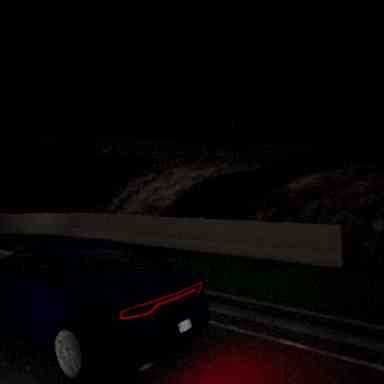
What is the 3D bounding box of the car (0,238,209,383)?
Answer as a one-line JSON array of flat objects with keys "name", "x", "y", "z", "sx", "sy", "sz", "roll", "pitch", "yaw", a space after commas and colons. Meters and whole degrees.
[{"name": "car", "x": -2.085, "y": 1.525, "z": 5.571, "sx": 5.008, "sy": 1.535, "sz": 1.882, "roll": -1, "pitch": -1, "yaw": 36}]
